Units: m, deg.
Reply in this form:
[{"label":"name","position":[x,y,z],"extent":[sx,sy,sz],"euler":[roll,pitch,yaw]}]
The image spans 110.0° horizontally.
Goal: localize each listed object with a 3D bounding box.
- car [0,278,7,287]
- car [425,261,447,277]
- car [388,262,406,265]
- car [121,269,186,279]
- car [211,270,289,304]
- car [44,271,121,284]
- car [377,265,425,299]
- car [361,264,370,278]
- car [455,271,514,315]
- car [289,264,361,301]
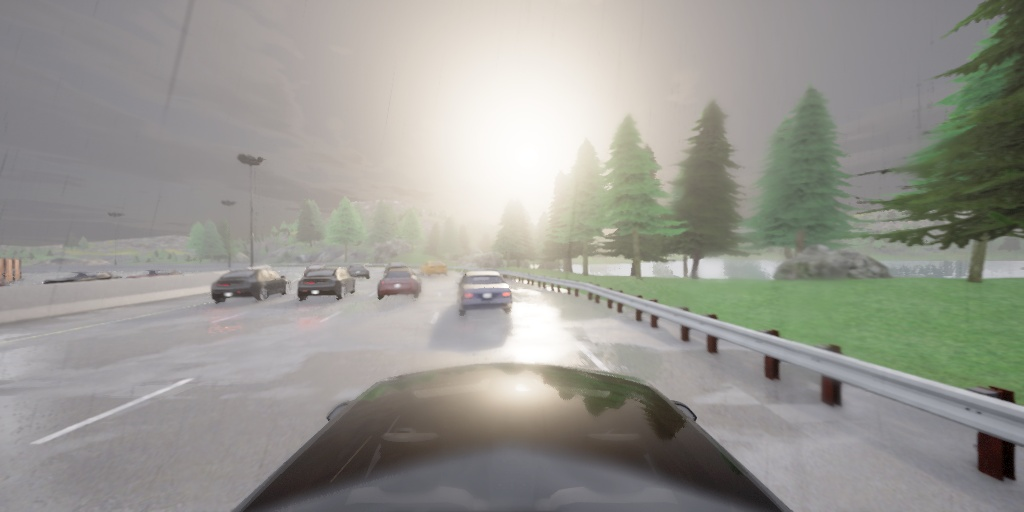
[{"label":"car","position":[-31.797,1.699,20.403],"extent":[1.812,1.442,4.674],"euler":[-1,0,-20]},{"label":"car","position":[-7.874,1.247,36.051],"extent":[1.882,1.535,5.008],"euler":[-1,0,-24]},{"label":"car","position":[-11.392,1.302,35.372],"extent":[1.882,1.535,5.008],"euler":[-1,0,-24]},{"label":"car","position":[-27.071,1.683,27.416],"extent":[1.895,1.301,4.718],"euler":[-1,0,-24]},{"label":"car","position":[-12.681,1.399,17.727],"extent":[1.837,1.490,4.892],"euler":[-1,0,-13]},{"label":"car","position":[-29.872,1.731,25.132],"extent":[1.895,1.301,4.718],"euler":[-1,0,-23]},{"label":"car","position":[-5.728,1.351,18.546],"extent":[1.994,1.385,4.181],"euler":[-1,0,-13]},{"label":"car","position":[-14.823,1.442,34.442],"extent":[1.994,1.385,4.181],"euler":[-1,0,-25]},{"label":"car","position":[-1.149,1.280,13.630],"extent":[2.033,1.411,5.357],"euler":[-1,0,-9]},{"label":"car","position":[-9.194,1.345,18.110],"extent":[1.837,1.490,4.892],"euler":[-1,0,-13]}]
